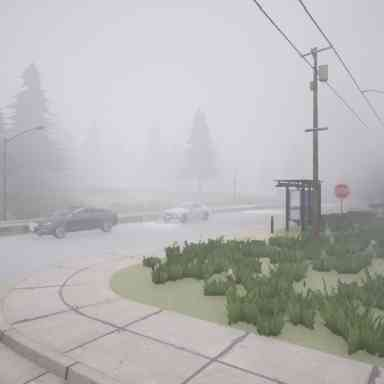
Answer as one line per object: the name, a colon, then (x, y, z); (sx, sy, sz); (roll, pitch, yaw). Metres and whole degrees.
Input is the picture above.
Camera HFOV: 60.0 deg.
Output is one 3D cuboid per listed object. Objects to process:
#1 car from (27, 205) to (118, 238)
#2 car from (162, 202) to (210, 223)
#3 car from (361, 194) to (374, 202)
car: (-6.184, 1.492, 17.782); (2.128, 1.511, 4.902); (0, 0, 36)
car: (-0.340, 1.526, 25.856); (1.812, 1.442, 4.674); (0, 0, 36)
car: (40.389, 1.355, 76.486); (2.097, 1.767, 4.553); (0, 0, 36)
